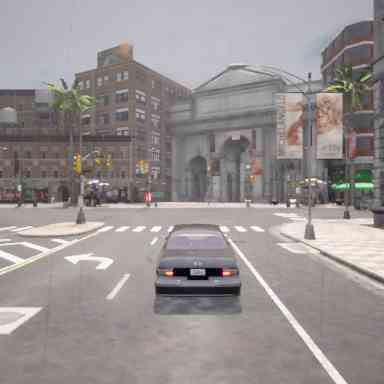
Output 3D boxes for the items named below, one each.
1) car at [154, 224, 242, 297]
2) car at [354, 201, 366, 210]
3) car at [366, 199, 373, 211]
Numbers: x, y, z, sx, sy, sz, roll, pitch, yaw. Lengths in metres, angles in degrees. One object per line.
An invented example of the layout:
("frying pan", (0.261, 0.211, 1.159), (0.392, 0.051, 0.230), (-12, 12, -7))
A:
("car", (0.111, 1.548, 8.740), (2.033, 1.411, 5.357), (0, 0, 0))
("car", (22.279, 1.568, 40.965), (4.181, 1.385, 1.994), (0, 0, 0))
("car", (22.705, 1.530, 37.466), (4.674, 1.442, 1.812), (0, 0, 1))
